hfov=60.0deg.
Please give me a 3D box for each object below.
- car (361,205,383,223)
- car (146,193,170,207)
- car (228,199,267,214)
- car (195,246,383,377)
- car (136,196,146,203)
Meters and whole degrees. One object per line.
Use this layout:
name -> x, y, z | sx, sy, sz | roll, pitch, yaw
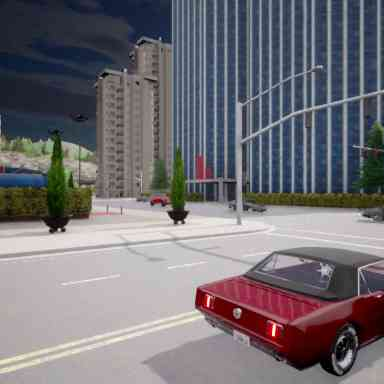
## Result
car -> 15.168, 1.548, 23.875 | 2.033, 1.411, 5.357 | 0, 0, -37
car -> -4.360, 1.223, 50.624 | 2.150, 2.045, 5.566 | 0, 0, -36
car -> 6.004, 1.502, 36.352 | 1.837, 1.490, 4.892 | 0, 1, -36
car -> 2.459, 1.601, 5.564 | 4.718, 1.301, 1.895 | 0, 0, -35
car -> -10.155, 1.511, 70.722 | 2.128, 1.511, 4.902 | 0, 0, -36
